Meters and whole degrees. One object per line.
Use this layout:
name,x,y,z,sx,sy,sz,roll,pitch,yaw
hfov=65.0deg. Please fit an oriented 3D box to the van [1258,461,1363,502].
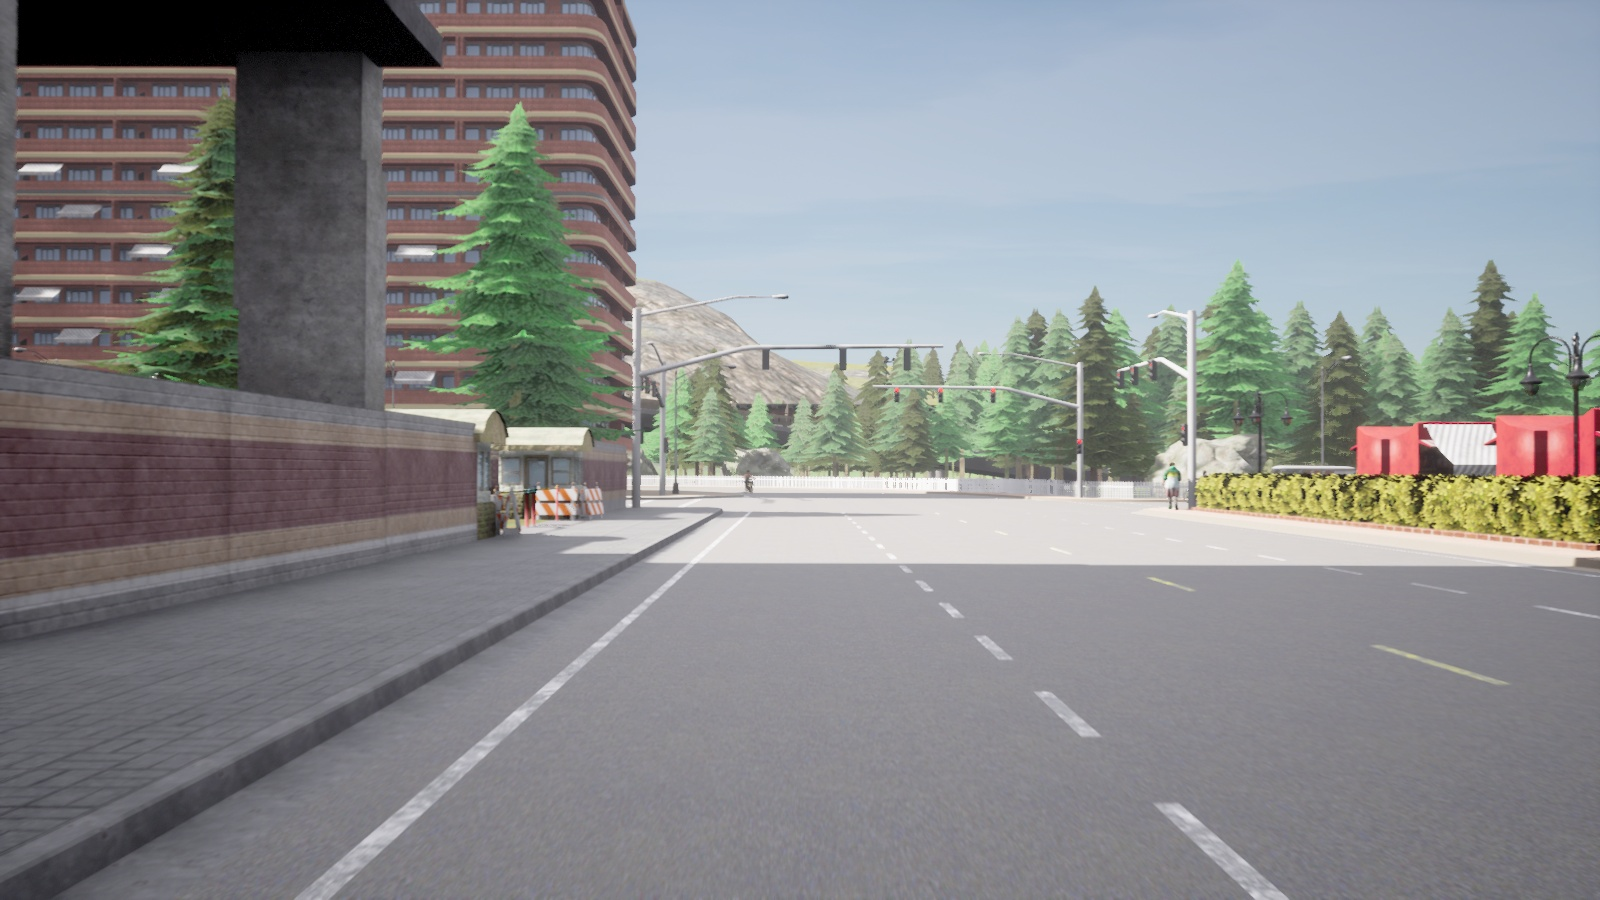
van,25.203,1.561,62.045,4.442,1.987,1.775,0,-1,0

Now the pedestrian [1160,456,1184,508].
pedestrian,14.111,1.210,47.663,0.659,1.952,0.873,0,-1,4
